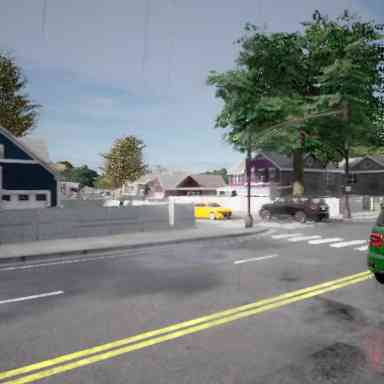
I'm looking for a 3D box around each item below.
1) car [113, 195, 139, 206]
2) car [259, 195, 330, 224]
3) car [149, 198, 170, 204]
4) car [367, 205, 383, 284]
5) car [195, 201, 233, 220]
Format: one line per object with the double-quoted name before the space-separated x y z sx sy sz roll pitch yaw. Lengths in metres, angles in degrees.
"car" -8.965 1.475 46.746 2.150 2.045 5.566 0 0 -29
"car" 7.711 1.275 25.540 2.150 2.045 5.566 0 0 -34
"car" -3.615 1.536 37.500 2.097 1.767 4.553 0 0 -31
"car" 6.460 1.193 8.282 5.566 2.045 2.150 0 0 -39
"car" 1.565 1.597 29.351 1.882 1.535 5.008 0 0 -33
